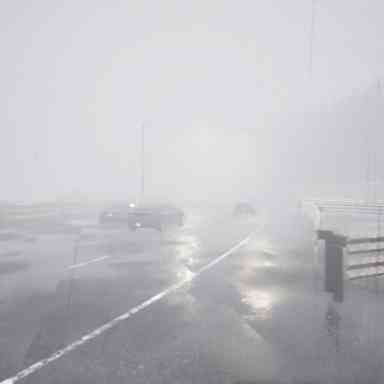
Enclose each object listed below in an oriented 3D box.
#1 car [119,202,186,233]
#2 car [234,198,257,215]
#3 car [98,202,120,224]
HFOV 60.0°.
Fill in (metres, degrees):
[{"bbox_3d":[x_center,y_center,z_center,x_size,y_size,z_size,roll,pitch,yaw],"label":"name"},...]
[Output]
[{"bbox_3d":[-1.835,1.331,18.536,1.837,1.490,4.892,1,0,19],"label":"car"},{"bbox_3d":[4.943,1.293,30.697,1.812,1.442,4.674,1,1,12],"label":"car"},{"bbox_3d":[-4.384,1.343,22.107,1.994,1.385,4.181,1,1,17],"label":"car"}]
